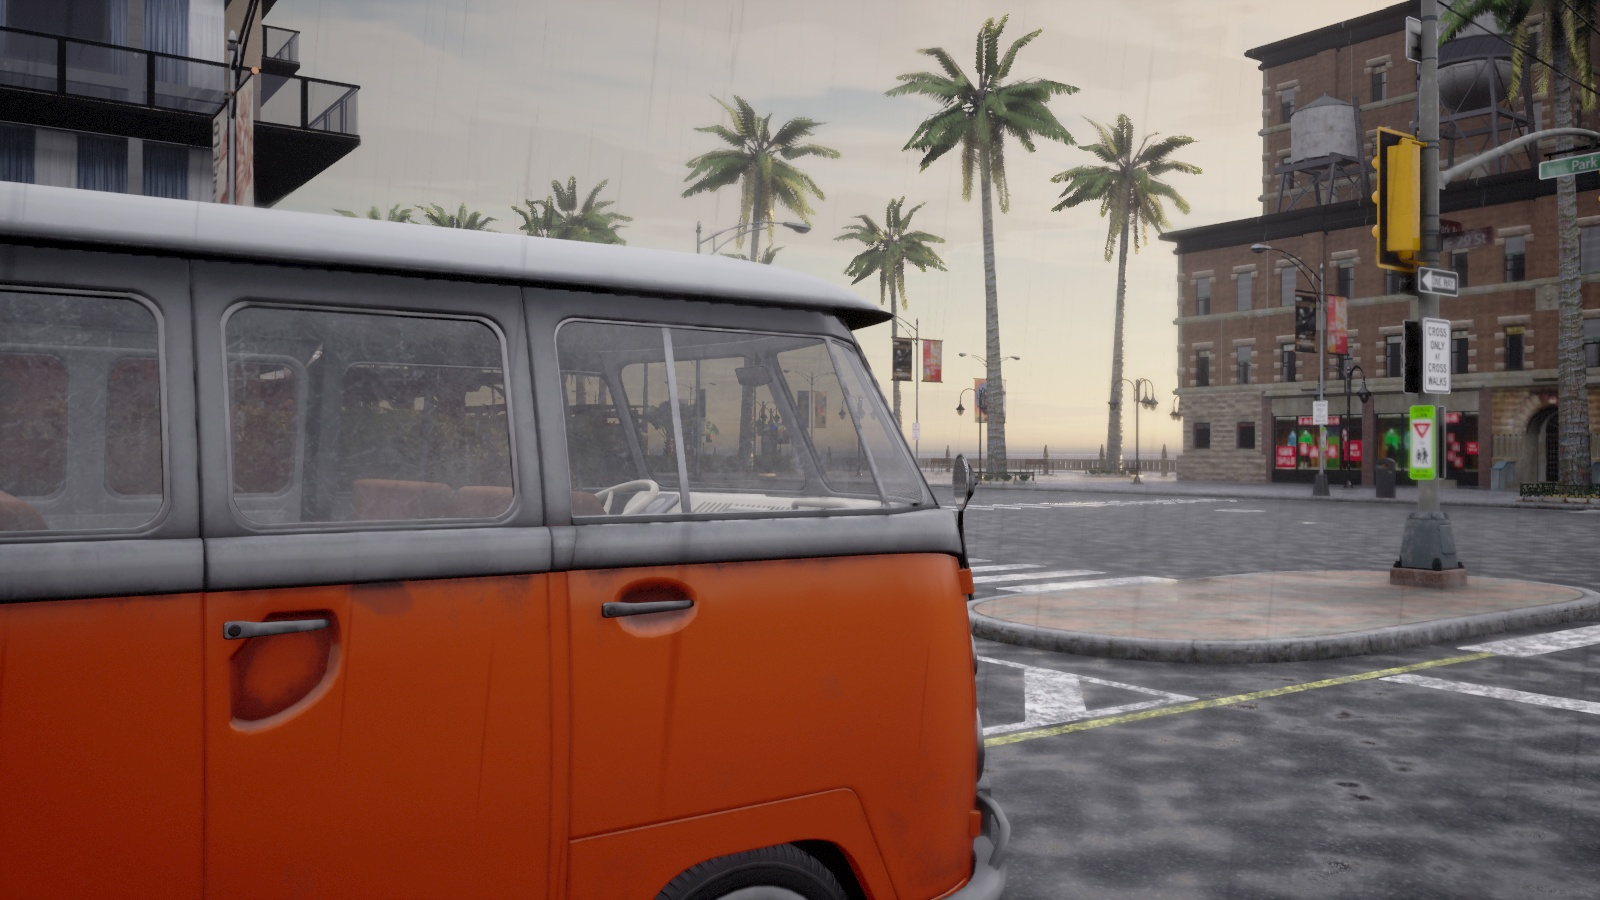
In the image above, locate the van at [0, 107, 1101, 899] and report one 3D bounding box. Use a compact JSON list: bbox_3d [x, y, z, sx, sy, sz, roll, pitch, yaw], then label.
[{"bbox_3d":[-1.588,0.507,2.554,4.442,1.987,1.775,0,0,-35],"label":"van"}]
